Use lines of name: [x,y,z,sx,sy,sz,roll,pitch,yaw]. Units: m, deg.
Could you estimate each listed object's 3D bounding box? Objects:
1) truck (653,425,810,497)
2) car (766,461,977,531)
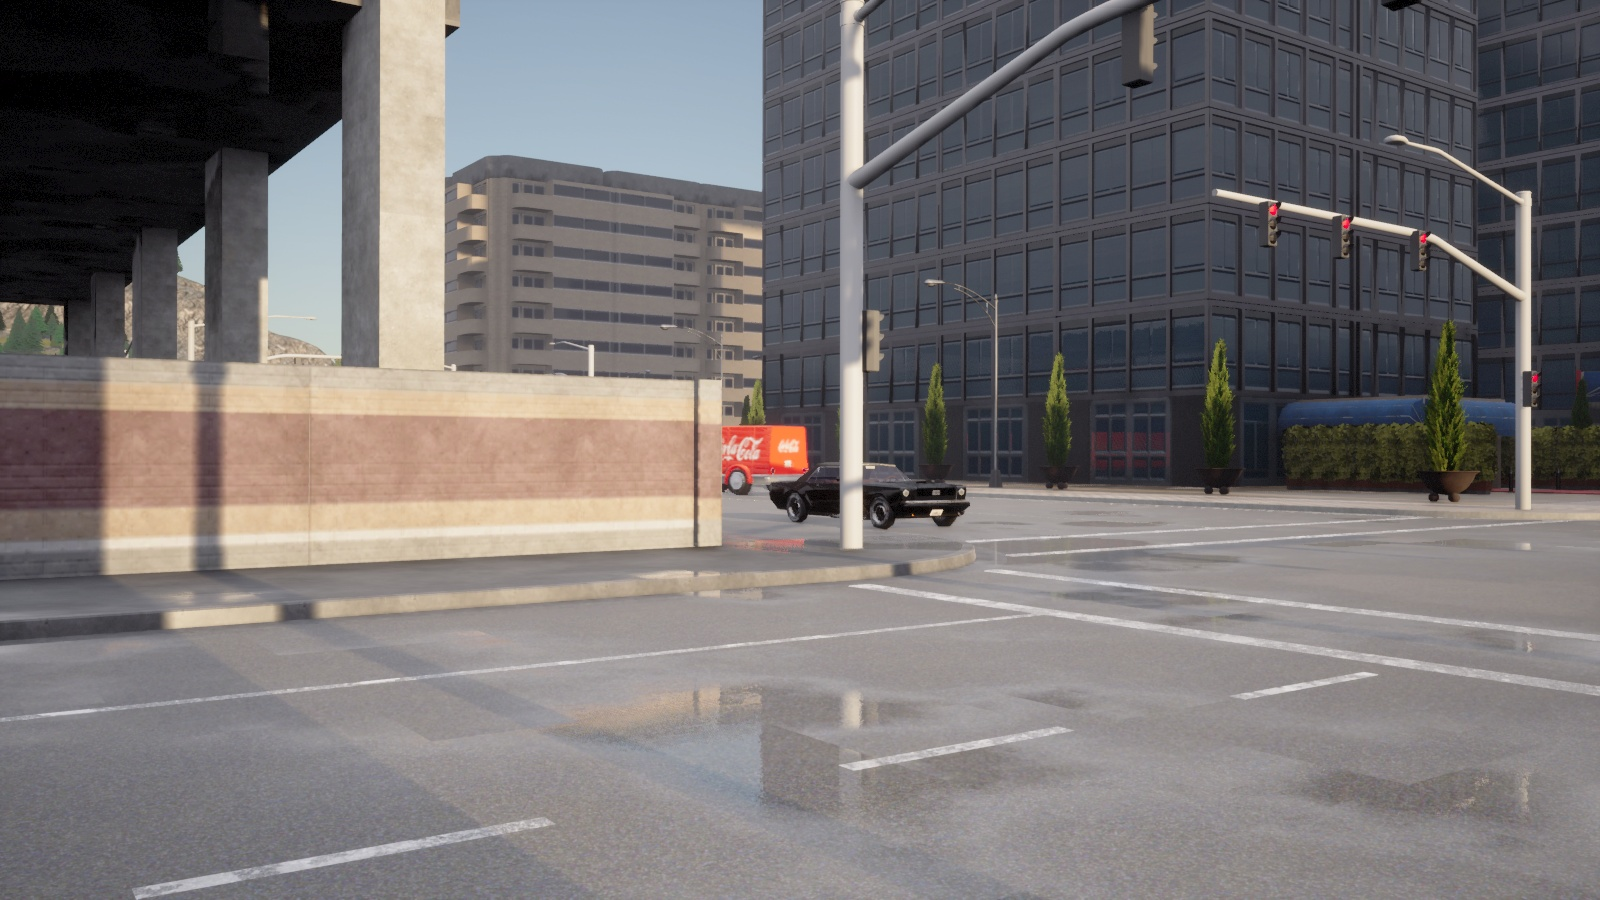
truck: [-2.502,0.375,45.512,5.204,2.467,2.627,0,0,36]
car: [1.379,0.907,26.381,1.895,1.301,4.718,0,0,-35]
